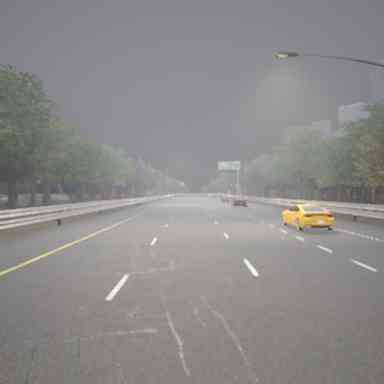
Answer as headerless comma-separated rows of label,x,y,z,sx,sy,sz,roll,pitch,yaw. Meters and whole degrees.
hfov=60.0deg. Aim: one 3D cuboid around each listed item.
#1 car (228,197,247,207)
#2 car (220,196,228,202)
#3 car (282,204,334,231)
car,7.134,1.519,50.785,1.882,1.535,5.008,0,0,0
car,7.291,1.599,74.598,2.033,1.411,5.357,0,0,0
car,7.020,1.491,20.596,1.882,1.535,5.008,0,0,0
